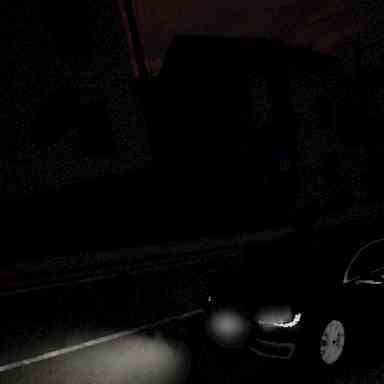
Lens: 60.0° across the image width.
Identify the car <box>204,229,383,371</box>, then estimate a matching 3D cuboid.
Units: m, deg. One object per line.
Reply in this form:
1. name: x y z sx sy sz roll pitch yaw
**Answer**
1. car: 2.424 1.453 5.700 4.892 1.490 1.837 0 0 -35
